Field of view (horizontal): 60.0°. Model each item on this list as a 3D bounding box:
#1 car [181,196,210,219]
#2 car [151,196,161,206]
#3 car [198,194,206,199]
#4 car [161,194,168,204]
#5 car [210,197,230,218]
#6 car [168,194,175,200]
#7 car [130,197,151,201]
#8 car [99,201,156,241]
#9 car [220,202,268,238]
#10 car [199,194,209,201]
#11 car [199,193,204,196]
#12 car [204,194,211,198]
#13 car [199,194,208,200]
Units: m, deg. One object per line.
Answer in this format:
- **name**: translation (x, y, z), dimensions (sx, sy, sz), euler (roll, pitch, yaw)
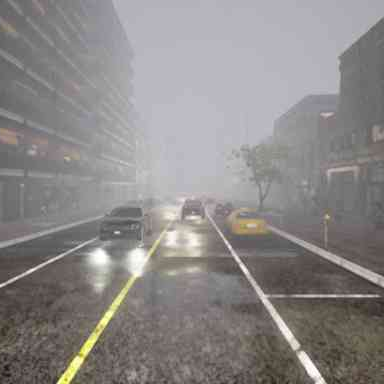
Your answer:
- **car**: translation (0.094, 1.370, 27.589), dimensions (2.128, 1.511, 4.902), euler (0, 0, 0)
- **car**: translation (-5.710, 1.370, 45.353), dimensions (1.947, 1.339, 4.313), euler (-1, 0, 0)
- **car**: translation (2.660, 1.160, 90.744), dimensions (1.887, 1.381, 4.507), euler (-1, 0, 0)
- **car**: translation (-5.713, 1.307, 56.707), dimensions (2.008, 1.369, 4.403), euler (-1, 0, 0)
- **car**: translation (2.673, 1.421, 28.293), dimensions (1.887, 1.381, 4.507), euler (-1, 0, 0)
- **car**: translation (-5.718, 1.228, 79.417), dimensions (1.947, 1.339, 4.313), euler (-1, 0, 0)
- **car**: translation (-5.708, 1.397, 33.998), dimensions (1.887, 1.381, 4.507), euler (-1, 0, 0)
- **car**: translation (-3.099, 1.406, 16.339), dimensions (1.882, 1.535, 5.008), euler (0, 0, 0)
- **car**: translation (2.676, 1.450, 17.108), dimensions (1.752, 1.417, 4.829), euler (-1, 0, 0)
- **car**: translation (2.664, 1.252, 73.712), dimensions (1.947, 1.339, 4.313), euler (-1, 0, 0)
- **car**: translation (0.089, 1.298, 44.940), dimensions (2.128, 1.511, 4.902), euler (0, 0, 0)
- **car**: translation (2.669, 1.362, 51.003), dimensions (1.802, 1.307, 4.206), euler (-1, 0, 0)
- **car**: translation (2.663, 1.213, 79.390), dimensions (2.008, 1.369, 4.403), euler (-1, 0, 0)
